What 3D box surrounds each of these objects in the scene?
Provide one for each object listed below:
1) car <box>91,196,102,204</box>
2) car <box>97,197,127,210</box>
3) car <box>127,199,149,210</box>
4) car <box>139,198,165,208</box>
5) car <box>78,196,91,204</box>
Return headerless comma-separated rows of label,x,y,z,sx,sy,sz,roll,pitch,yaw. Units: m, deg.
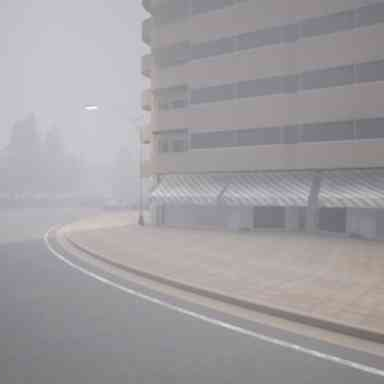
car,-12.720,1.492,51.095,1.837,1.490,4.892,0,0,27
car,-10.780,1.786,47.164,1.812,1.442,4.674,0,0,27
car,-6.743,1.854,47.410,1.994,1.385,4.181,0,0,27
car,-6.562,1.852,55.390,1.837,1.490,4.892,0,0,27
car,-15.815,1.337,52.729,2.097,1.767,4.553,0,0,27
